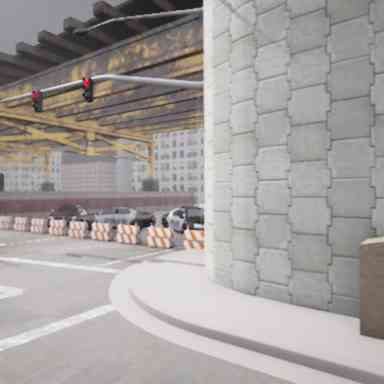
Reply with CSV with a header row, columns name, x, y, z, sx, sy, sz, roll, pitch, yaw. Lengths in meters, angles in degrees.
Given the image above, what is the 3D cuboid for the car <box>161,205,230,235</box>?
name,x,y,z,sx,sy,sz,roll,pitch,yaw
car,0.012,1.362,17.507,1.853,1.218,4.536,0,0,-25

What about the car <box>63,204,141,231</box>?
name,x,y,z,sx,sy,sz,roll,pitch,yaw
car,-4.731,1.555,20.050,4.974,1.542,2.038,0,0,0

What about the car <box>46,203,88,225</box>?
name,x,y,z,sx,sy,sz,roll,pitch,yaw
car,-8.432,1.428,22.860,1.853,1.218,4.536,0,0,-10

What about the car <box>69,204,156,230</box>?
name,x,y,z,sx,sy,sz,roll,pitch,yaw
car,-4.680,1.397,20.050,4.536,1.218,1.853,0,0,0

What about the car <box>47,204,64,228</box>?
name,x,y,z,sx,sy,sz,roll,pitch,yaw
car,-8.423,1.585,22.808,2.038,1.542,4.974,0,0,-10

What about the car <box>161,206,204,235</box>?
name,x,y,z,sx,sy,sz,roll,pitch,yaw
car,0.035,1.519,17.459,2.038,1.542,4.974,0,0,-25
